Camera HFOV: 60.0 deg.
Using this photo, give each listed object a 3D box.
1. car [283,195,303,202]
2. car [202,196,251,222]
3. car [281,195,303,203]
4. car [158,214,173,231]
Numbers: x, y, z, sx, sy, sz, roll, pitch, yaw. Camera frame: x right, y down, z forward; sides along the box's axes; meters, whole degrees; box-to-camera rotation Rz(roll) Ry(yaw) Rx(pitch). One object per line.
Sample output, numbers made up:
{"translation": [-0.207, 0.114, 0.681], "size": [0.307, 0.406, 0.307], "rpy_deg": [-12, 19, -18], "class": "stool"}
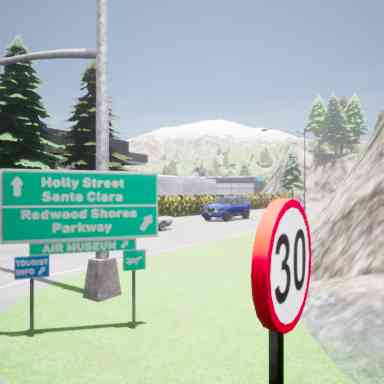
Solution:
{"translation": [11.700, 1.542, 40.763], "size": [2.097, 1.767, 4.553], "rpy_deg": [0, 0, 36], "class": "car"}
{"translation": [3.088, 1.410, 28.898], "size": [2.150, 2.045, 5.566], "rpy_deg": [0, 0, 36], "class": "car"}
{"translation": [23.624, 1.547, 78.517], "size": [4.553, 1.767, 2.097], "rpy_deg": [0, 0, 35], "class": "car"}
{"translation": [-3.311, 1.792, 20.057], "size": [1.895, 1.301, 4.718], "rpy_deg": [0, 0, 36], "class": "car"}
